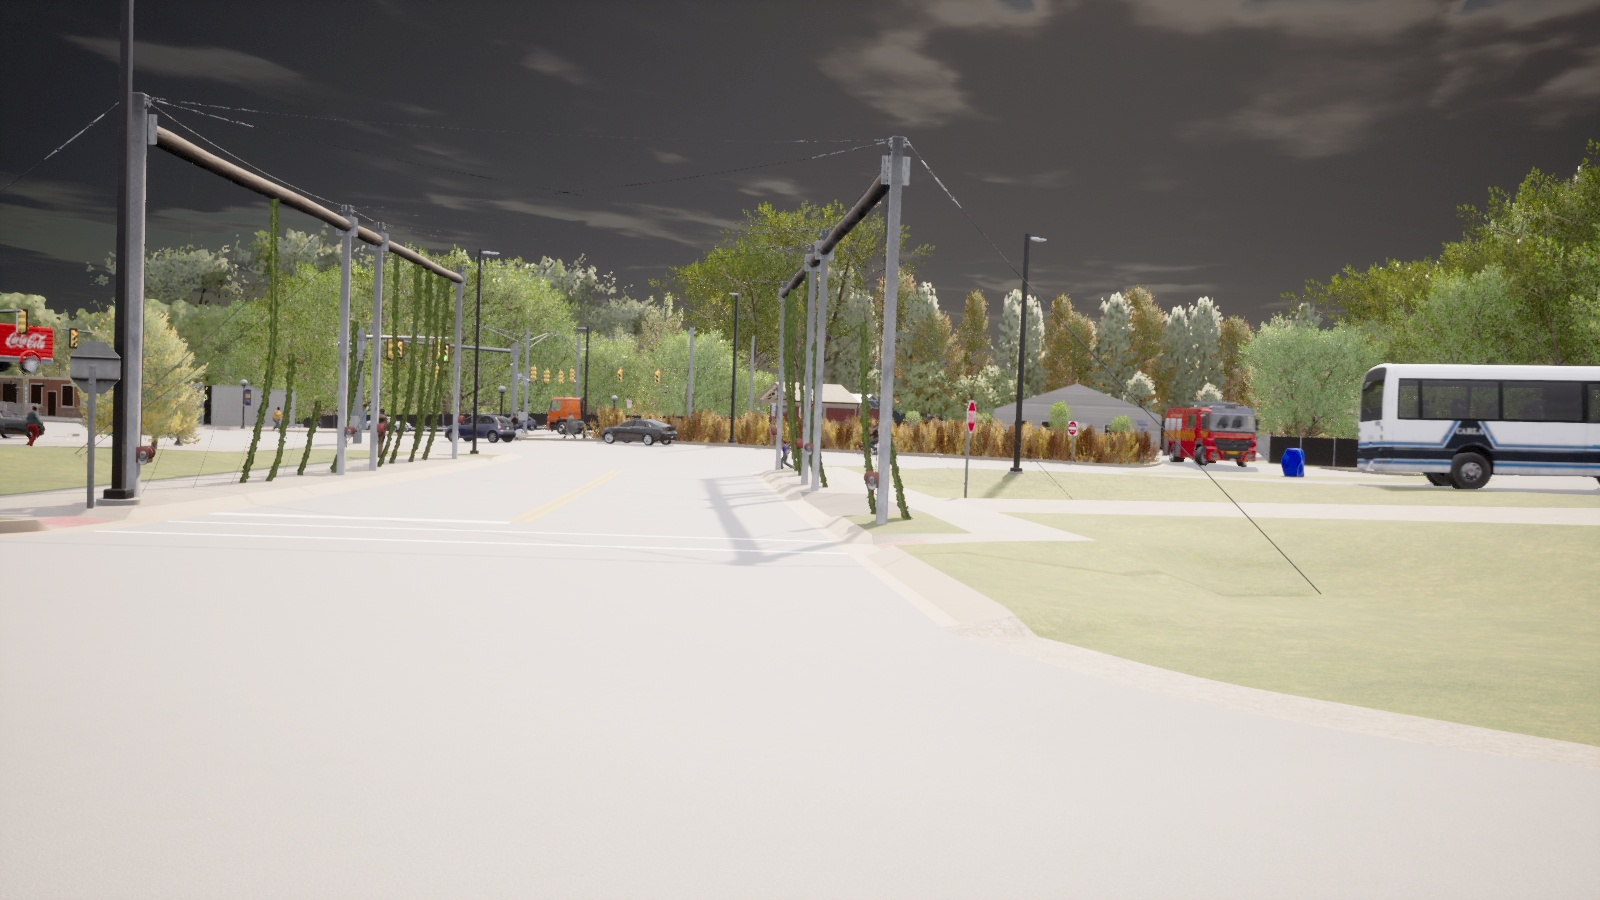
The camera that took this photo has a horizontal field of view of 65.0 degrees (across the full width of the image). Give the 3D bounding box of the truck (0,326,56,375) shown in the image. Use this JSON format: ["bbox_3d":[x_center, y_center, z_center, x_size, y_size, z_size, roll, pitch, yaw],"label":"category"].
[{"bbox_3d":[-43.553,-5.457,67.794,2.627,2.467,5.204,5,3,21],"label":"truck"}]

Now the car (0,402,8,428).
[{"bbox_3d":[-53.710,-2.290,80.736,5.027,1.651,2.152,2,2,21],"label":"car"}]

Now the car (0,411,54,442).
[{"bbox_3d":[-39.777,-1.177,61.962,2.128,1.511,4.902,2,1,16],"label":"car"}]

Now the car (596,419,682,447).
[{"bbox_3d":[-9.363,-1.017,72.965,4.892,1.490,1.837,2,3,31],"label":"car"}]

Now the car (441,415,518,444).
[{"bbox_3d":[-18.541,-1.213,72.724,3.988,1.617,1.851,1,2,20],"label":"car"}]

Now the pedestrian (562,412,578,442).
[{"bbox_3d":[-14.999,-1.516,81.964,0.873,1.952,0.659,2,2,5],"label":"pedestrian"}]

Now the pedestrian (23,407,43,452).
[{"bbox_3d":[-31.515,-0.849,51.605,0.353,1.847,0.614,3,3,20],"label":"pedestrian"}]

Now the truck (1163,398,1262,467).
[{"bbox_3d":[24.715,-1.108,75.722,2.891,3.827,8.468,2,2,-1],"label":"truck"}]

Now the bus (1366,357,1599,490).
[{"bbox_3d":[25.322,-0.831,42.800,10.273,4.253,3.944,1,-1,10],"label":"bus"}]

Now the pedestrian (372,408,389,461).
[{"bbox_3d":[-15.489,-0.569,46.347,0.396,1.930,0.692,2,2,-6],"label":"pedestrian"}]

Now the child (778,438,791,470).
[{"bbox_3d":[-0.619,0.152,49.957,0.437,1.263,0.270,3,2,13],"label":"child"}]
